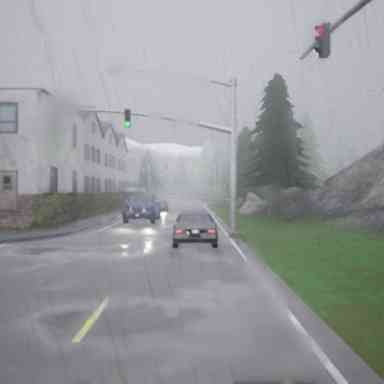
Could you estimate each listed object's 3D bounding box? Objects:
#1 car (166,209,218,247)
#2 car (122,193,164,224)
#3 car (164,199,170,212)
[{"bbox_3d":[0.124,1.489,14.636,2.033,1.411,5.357,0,0,0],"label":"car"},{"bbox_3d":[-3.563,1.127,24.467,2.150,2.045,5.566,0,0,0],"label":"car"},{"bbox_3d":[-3.520,1.423,36.163,1.994,1.385,4.181,0,0,1],"label":"car"}]
